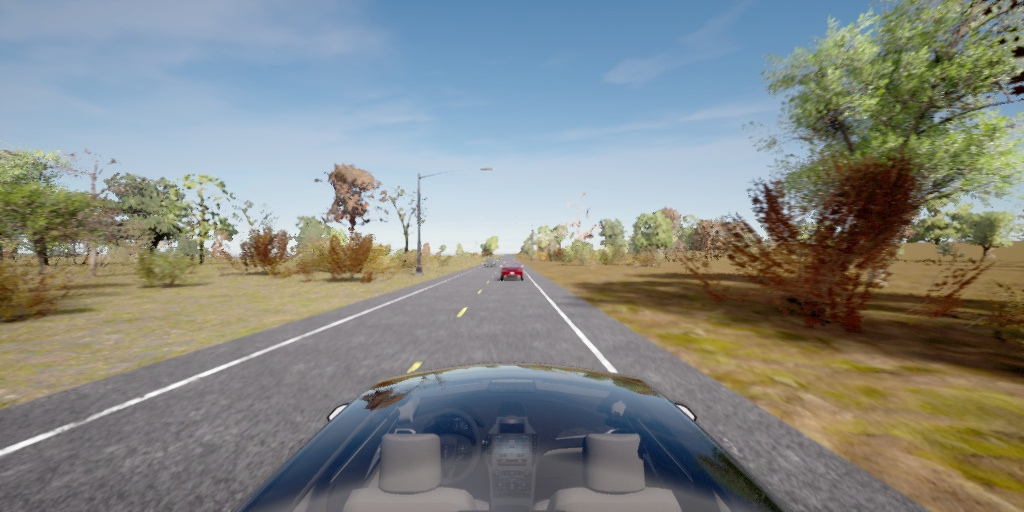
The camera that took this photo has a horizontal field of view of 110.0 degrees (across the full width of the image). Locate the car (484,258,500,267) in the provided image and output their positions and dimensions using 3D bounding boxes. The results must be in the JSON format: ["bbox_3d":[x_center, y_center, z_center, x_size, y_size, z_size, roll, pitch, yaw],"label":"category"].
[{"bbox_3d":[-3.755,1.070,62.601,2.097,1.767,4.553,0,0,0],"label":"car"}]

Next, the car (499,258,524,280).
[{"bbox_3d":[-0.003,1.221,31.119,1.882,1.535,5.008,0,0,0],"label":"car"}]
